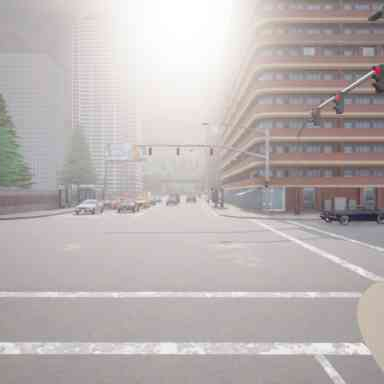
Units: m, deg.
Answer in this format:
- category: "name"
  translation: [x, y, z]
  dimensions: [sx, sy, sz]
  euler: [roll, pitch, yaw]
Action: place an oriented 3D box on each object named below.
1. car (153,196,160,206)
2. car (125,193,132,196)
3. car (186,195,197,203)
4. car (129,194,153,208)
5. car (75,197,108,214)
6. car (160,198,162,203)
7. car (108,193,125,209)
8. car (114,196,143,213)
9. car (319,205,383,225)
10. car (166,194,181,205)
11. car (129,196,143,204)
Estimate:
- category: "car"
  translation: [-7.179, 1.491, 56.548]
  dimensions: [2.128, 1.511, 4.902]
  euler: [0, 0, 0]
- category: "car"
  translation: [-10.683, 1.221, 53.568]
  dimensions: [2.150, 2.045, 5.566]
  euler: [0, 0, 0]
- category: "car"
  translation: [-0.118, 1.350, 69.644]
  dimensions: [2.097, 1.767, 4.553]
  euler: [0, 0, 0]
- category: "car"
  translation: [-7.177, 1.477, 47.069]
  dimensions: [1.882, 1.535, 5.008]
  euler: [0, 0, 0]
- category: "car"
  translation: [-10.658, 1.526, 34.893]
  dimensions: [1.812, 1.442, 4.674]
  euler: [0, 0, 2]
- category: "car"
  translation: [-7.138, 1.526, 66.773]
  dimensions: [1.812, 1.442, 4.674]
  euler: [0, 0, 0]
- category: "car"
  translation: [-10.672, 1.352, 43.839]
  dimensions: [2.097, 1.767, 4.553]
  euler: [0, 0, 0]
- category: "car"
  translation: [-7.148, 1.526, 37.730]
  dimensions: [1.812, 1.442, 4.674]
  euler: [0, 0, 0]
- category: "car"
  translation: [11.384, 1.545, 23.162]
  dimensions: [4.718, 1.301, 1.895]
  euler: [0, 0, -13]
- category: "car"
  translation: [-3.497, 1.547, 58.154]
  dimensions: [2.033, 1.411, 5.357]
  euler: [0, 0, 0]
- category: "car"
  translation: [-10.651, 1.505, 63.985]
  dimensions: [1.837, 1.490, 4.892]
  euler: [0, 0, 0]
